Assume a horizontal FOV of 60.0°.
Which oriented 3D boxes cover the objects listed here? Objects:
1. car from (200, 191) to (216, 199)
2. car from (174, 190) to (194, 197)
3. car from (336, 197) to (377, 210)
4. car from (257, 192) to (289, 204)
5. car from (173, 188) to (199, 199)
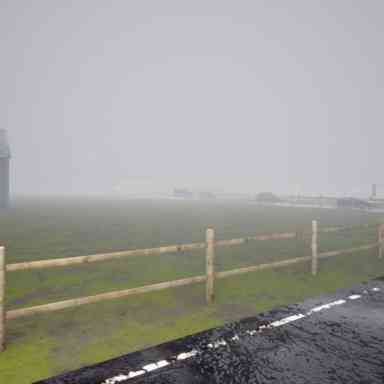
[{"bbox_3d":[2.793,0.597,65.485,1.837,1.490,4.892,0,1,-35],"label":"car"},{"bbox_3d":[-1.772,0.362,71.827,1.837,1.490,4.892,0,1,-36],"label":"car"},{"bbox_3d":[18.400,1.216,37.358,1.994,1.385,4.181,0,1,-35],"label":"car"},{"bbox_3d":[11.444,0.787,47.110,2.097,1.767,4.553,0,1,-35],"label":"car"},{"bbox_3d":[-1.554,0.243,65.492,2.150,2.045,5.566,0,1,-35],"label":"car"}]
